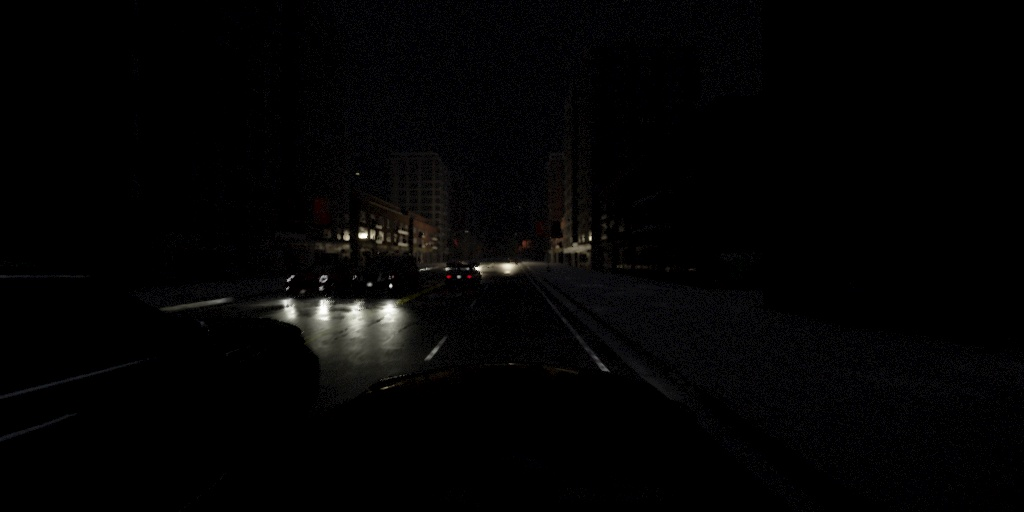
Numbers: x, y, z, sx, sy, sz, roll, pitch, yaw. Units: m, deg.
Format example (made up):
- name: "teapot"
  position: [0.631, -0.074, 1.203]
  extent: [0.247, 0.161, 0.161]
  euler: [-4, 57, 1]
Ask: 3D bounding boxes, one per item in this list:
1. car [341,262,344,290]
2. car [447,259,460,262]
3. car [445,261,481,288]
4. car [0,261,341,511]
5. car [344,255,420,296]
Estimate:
- name: "car"
  position: [-9.849, 1.092, 19.126]
  extent: [2.097, 1.767, 4.553]
  euler: [0, 0, 0]
- name: "car"
  position: [-9.782, 1.197, 60.319]
  extent: [1.882, 1.535, 5.008]
  euler: [0, 0, 1]
- name: "car"
  position: [-3.148, 1.285, 23.786]
  extent: [2.033, 1.411, 5.357]
  euler: [0, 0, 0]
- name: "car"
  position: [-3.159, 0.974, 1.507]
  extent: [2.150, 2.045, 5.566]
  euler: [0, 0, 0]
- name: "car"
  position: [-6.598, 0.961, 19.394]
  extent: [2.150, 2.045, 5.566]
  euler: [0, 0, 0]
